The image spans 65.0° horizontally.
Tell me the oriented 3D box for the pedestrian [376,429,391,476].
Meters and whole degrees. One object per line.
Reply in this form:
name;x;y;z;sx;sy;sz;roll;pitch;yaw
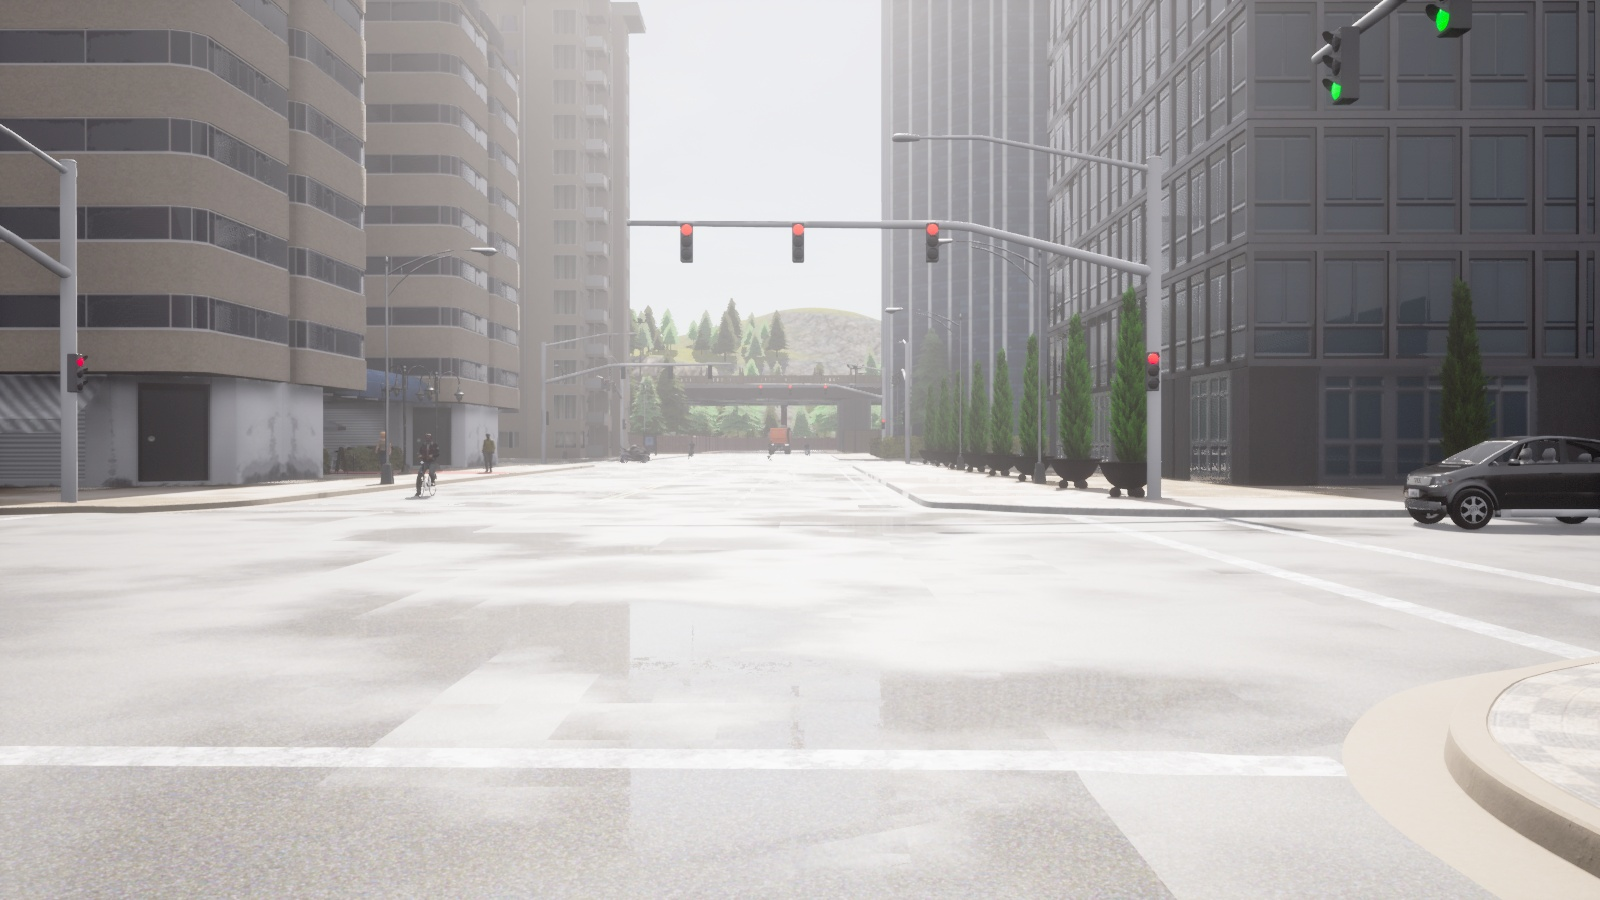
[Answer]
pedestrian;-16.464;0.111;49.612;0.345;1.836;0.594;0;0;5

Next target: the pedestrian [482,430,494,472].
pedestrian;-13.811;0.050;55.604;0.370;1.835;0.726;0;0;-2

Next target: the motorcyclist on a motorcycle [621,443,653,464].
motorcyclist on a motorcycle;-12.015;0.250;92.444;2.191;1.530;0.866;0;0;-23

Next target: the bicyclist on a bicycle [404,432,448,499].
bicyclist on a bicycle;-10.291;0.413;34.589;0.659;1.776;1.843;0;0;0

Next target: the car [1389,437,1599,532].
car;12.269;0.559;21.319;3.705;1.549;1.789;0;0;1
